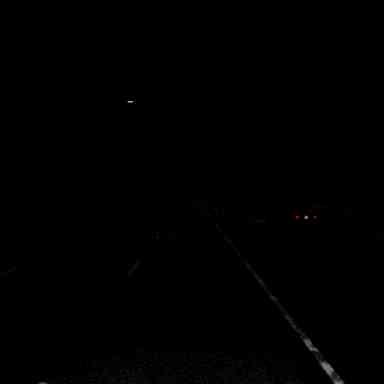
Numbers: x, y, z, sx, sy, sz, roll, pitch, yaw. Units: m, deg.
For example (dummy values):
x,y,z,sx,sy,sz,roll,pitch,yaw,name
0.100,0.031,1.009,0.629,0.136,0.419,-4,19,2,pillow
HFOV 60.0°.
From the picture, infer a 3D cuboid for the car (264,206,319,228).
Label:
x,y,z,sx,sy,sz,roll,pitch,yaw,name
6.850,1.660,23.461,2.033,1.411,5.357,0,0,-8,car
